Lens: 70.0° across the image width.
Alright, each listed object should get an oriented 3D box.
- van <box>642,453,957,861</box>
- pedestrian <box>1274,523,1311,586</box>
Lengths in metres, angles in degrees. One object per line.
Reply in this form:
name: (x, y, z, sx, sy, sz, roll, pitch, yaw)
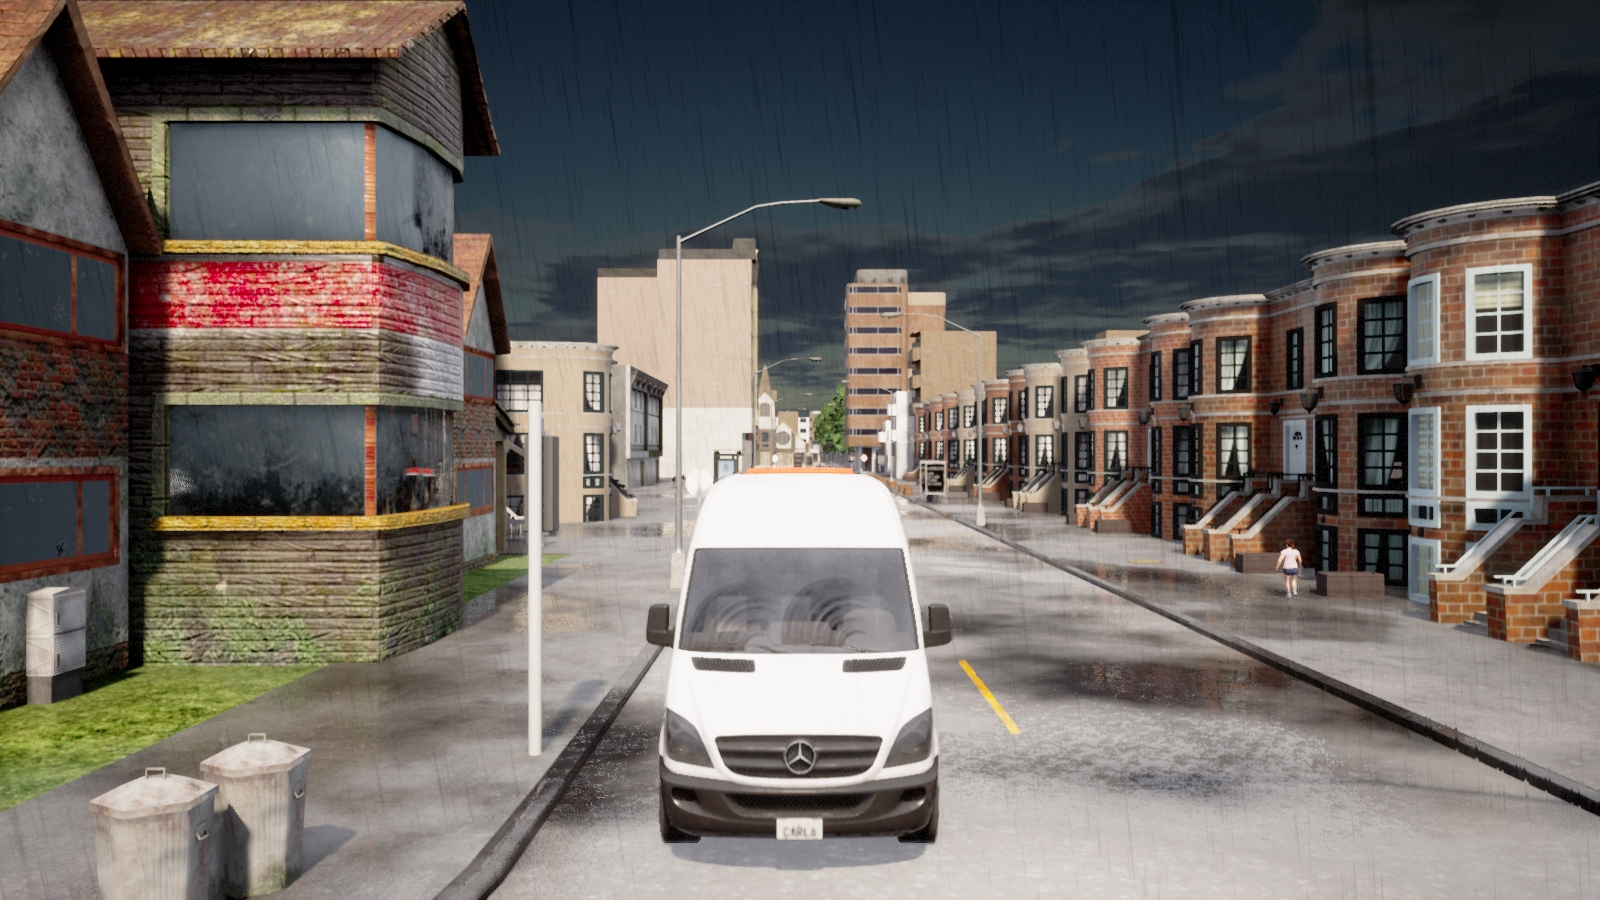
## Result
van: (-0.003, 1.315, 10.182, 1.988, 2.561, 5.915, 0, 0, 0)
pedestrian: (8.988, 1.906, 20.871, 0.500, 1.100, 0.500, 0, 0, 7)
